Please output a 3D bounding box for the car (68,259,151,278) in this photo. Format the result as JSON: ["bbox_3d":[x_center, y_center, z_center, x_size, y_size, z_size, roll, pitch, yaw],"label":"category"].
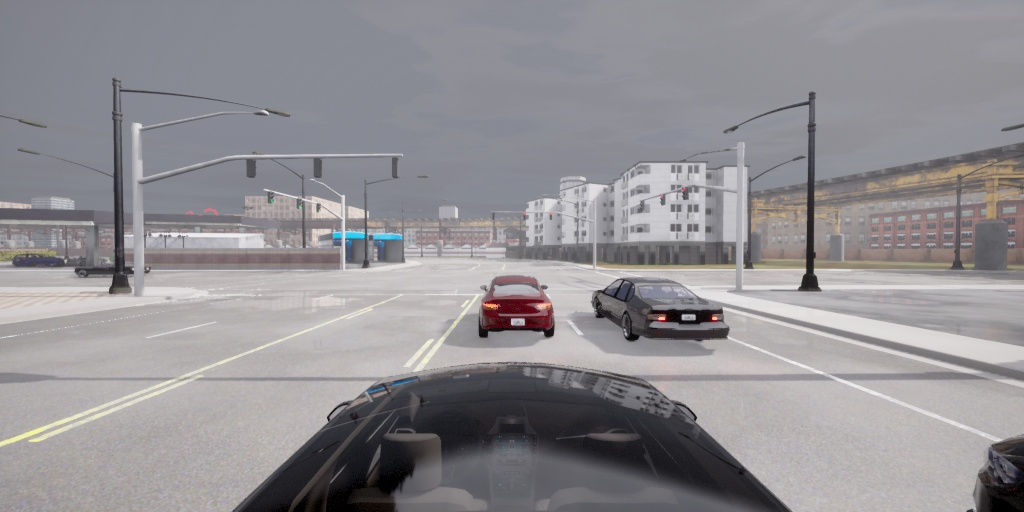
[{"bbox_3d":[-33.693,1.135,30.268,4.718,1.301,1.895,0,1,-1],"label":"car"}]

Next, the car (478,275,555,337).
[{"bbox_3d":[0.071,1.256,10.074,1.812,1.442,4.674,0,0,-1],"label":"car"}]

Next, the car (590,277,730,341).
[{"bbox_3d":[3.582,1.282,9.790,2.033,1.411,5.357,0,0,0],"label":"car"}]
